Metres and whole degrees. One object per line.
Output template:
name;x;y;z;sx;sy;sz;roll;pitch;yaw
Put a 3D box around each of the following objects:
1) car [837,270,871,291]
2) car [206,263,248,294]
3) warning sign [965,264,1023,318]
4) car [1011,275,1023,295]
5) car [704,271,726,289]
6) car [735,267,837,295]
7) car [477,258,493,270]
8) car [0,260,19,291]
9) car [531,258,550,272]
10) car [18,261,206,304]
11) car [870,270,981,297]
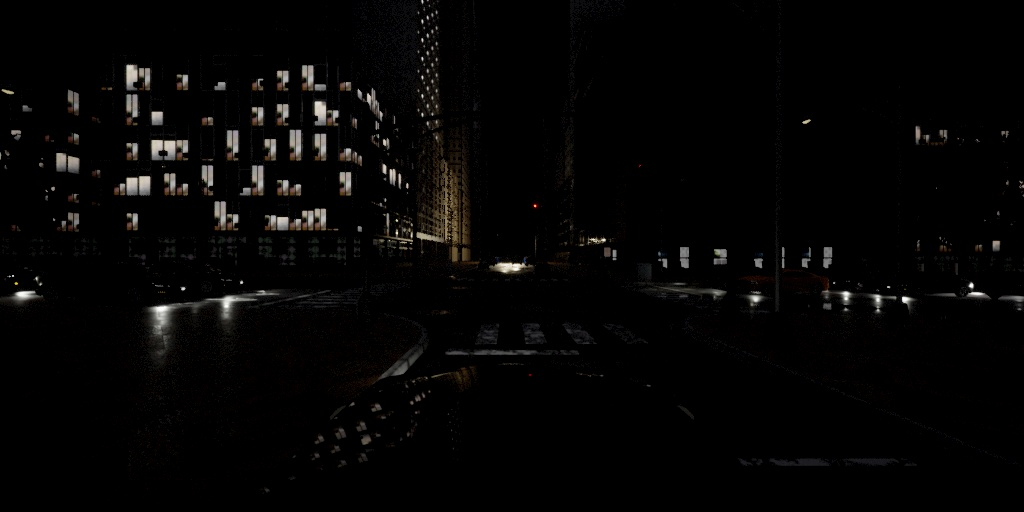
car;25.618;1.740;25.929;4.892;1.490;1.837;1;0;-3
car;-15.524;0.995;17.264;4.892;1.490;1.837;1;0;-3
warning sign;17.262;1.204;12.818;1.060;1.860;1.300;0;0;-3
car;35.916;2.021;23.158;4.718;1.301;1.895;1;0;-3
car;16.320;1.546;25.487;5.008;1.535;1.882;1;0;-3
car;16.729;1.554;22.252;5.008;1.535;1.882;1;0;-3
car;-4.086;1.343;52.087;1.802;1.307;4.207;0;0;0
car;-24.429;0.891;16.844;4.181;1.385;1.994;1;0;-3
car;3.873;1.329;46.604;1.948;1.339;4.313;0;0;0
car;-15.373;0.998;14.018;4.892;1.490;1.837;1;0;-3
car;26.129;1.750;22.700;4.892;1.490;1.837;1;0;-3
